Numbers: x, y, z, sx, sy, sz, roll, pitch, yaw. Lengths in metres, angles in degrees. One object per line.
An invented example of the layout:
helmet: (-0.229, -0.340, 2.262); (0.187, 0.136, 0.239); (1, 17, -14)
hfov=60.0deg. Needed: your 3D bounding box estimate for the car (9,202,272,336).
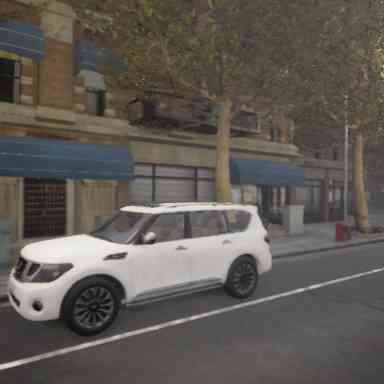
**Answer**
car: (-0.714, 1.266, 7.111); (5.566, 2.045, 2.435); (1, 0, -36)
